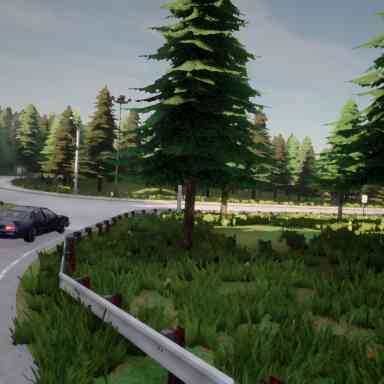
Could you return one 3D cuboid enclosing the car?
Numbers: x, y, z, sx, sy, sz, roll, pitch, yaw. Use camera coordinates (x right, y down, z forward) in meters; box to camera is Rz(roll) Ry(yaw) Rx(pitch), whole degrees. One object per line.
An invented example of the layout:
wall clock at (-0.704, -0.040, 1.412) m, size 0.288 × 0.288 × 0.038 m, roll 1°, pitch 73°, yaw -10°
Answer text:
car at (-7.602, 1.372, 15.585) m, size 2.033 × 1.411 × 5.357 m, roll 4°, pitch 1°, yaw 3°
